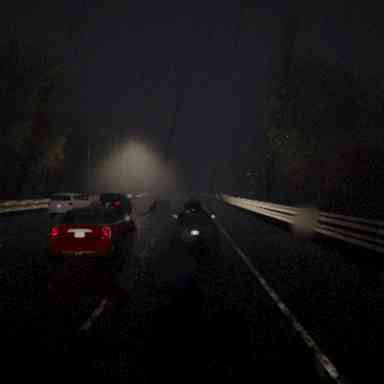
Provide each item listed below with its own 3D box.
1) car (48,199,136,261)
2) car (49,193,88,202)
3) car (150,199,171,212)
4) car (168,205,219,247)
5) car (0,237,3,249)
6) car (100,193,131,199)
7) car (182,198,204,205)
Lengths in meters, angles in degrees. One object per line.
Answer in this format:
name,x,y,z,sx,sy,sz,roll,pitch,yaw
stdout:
car,-3.393,1.301,12.186,2.097,1.767,4.553,0,0,0
car,-10.377,1.106,28.669,2.150,2.045,5.566,0,0,0
car,-3.371,1.421,35.909,1.994,1.385,4.181,0,0,0
car,0.111,1.505,14.698,1.994,1.385,4.181,0,0,0
car,-6.896,1.565,8.346,1.895,1.301,4.718,0,0,0
car,-6.876,1.102,30.018,2.150,2.045,5.566,0,0,0
car,0.127,1.372,33.723,1.837,1.490,4.892,0,1,0
